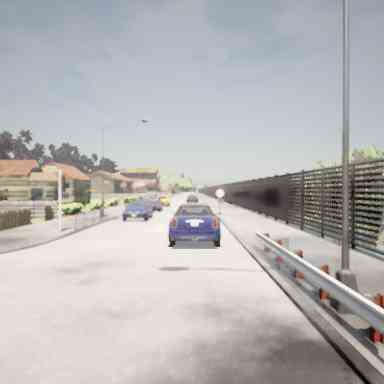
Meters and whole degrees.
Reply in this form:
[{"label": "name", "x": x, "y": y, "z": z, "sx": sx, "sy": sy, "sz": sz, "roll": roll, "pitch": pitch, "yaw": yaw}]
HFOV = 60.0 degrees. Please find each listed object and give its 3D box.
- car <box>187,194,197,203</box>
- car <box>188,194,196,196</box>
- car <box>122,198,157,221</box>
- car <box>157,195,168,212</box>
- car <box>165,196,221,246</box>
[{"label": "car", "x": 0.005, "y": 1.149, "z": 61.845, "sx": 1.812, "sy": 1.442, "sz": 4.674, "roll": 0, "pitch": 0, "yaw": 0}, {"label": "car", "x": 0.107, "y": 1.248, "z": 51.878, "sx": 1.994, "sy": 1.385, "sz": 4.181, "roll": 0, "pitch": 0, "yaw": 0}, {"label": "car", "x": -4.083, "y": 1.369, "z": 25.676, "sx": 1.812, "sy": 1.442, "sz": 4.674, "roll": 0, "pitch": 0, "yaw": 0}, {"label": "car", "x": -4.064, "y": 1.331, "z": 35.444, "sx": 2.033, "sy": 1.411, "sz": 5.357, "roll": 0, "pitch": 0, "yaw": 0}, {"label": "car", "x": 0.103, "y": 1.260, "z": 14.976, "sx": 2.097, "sy": 1.767, "sz": 4.553, "roll": 0, "pitch": 0, "yaw": 0}]
